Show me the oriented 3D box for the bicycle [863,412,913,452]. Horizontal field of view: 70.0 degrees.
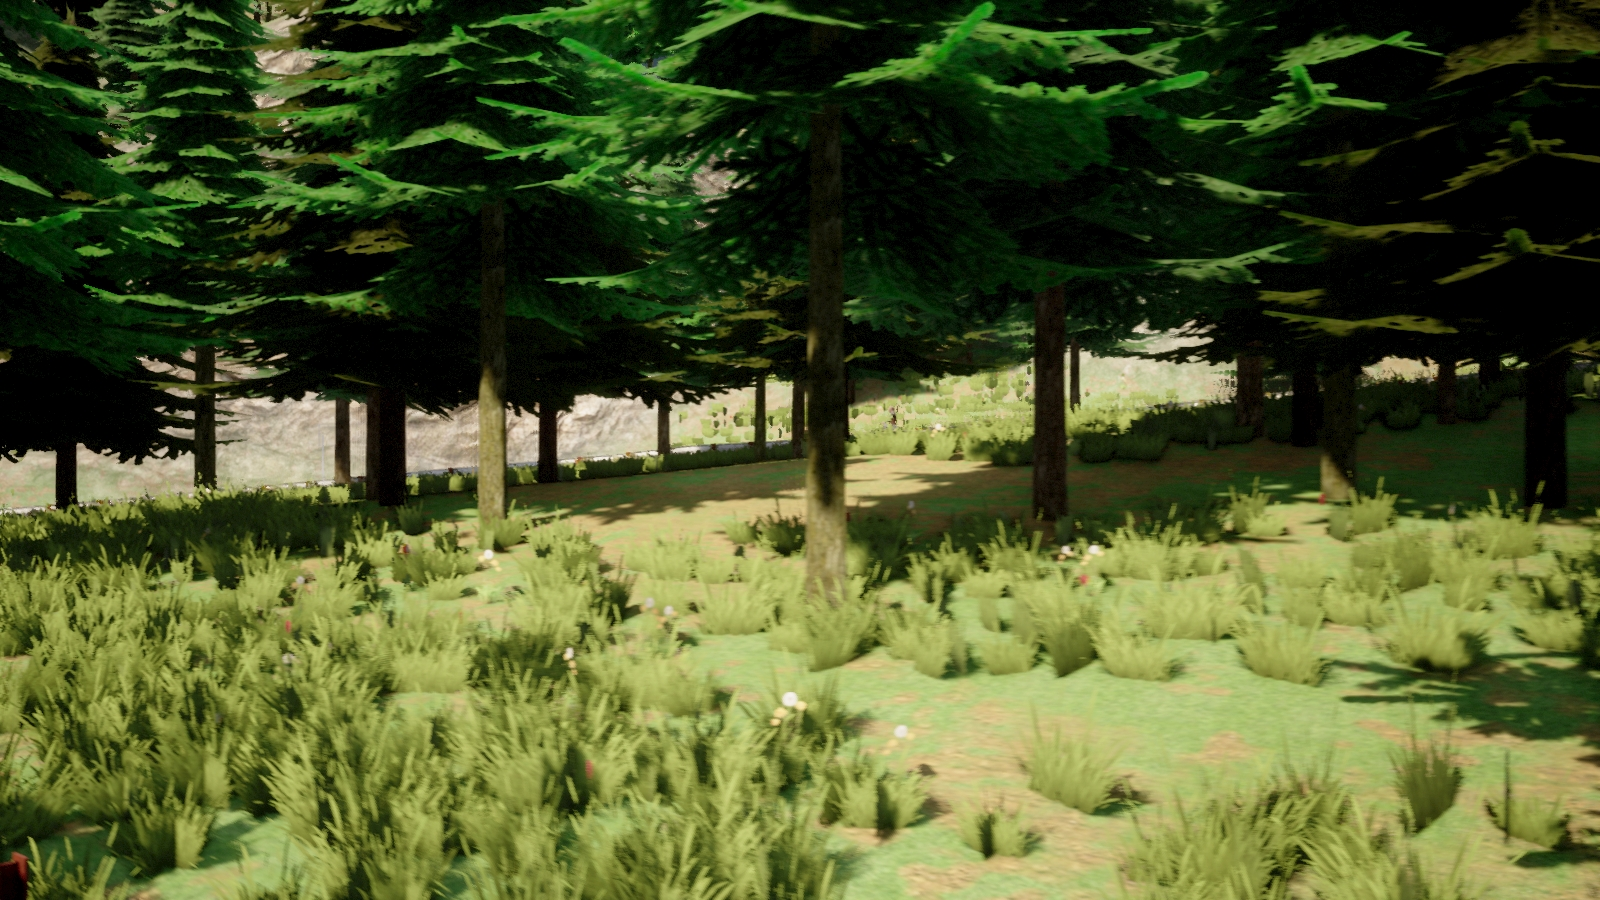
[{"bbox_3d":[3.520,-0.705,45.734,1.835,1.471,0.329,-4,-1,17],"label":"bicycle"}]
